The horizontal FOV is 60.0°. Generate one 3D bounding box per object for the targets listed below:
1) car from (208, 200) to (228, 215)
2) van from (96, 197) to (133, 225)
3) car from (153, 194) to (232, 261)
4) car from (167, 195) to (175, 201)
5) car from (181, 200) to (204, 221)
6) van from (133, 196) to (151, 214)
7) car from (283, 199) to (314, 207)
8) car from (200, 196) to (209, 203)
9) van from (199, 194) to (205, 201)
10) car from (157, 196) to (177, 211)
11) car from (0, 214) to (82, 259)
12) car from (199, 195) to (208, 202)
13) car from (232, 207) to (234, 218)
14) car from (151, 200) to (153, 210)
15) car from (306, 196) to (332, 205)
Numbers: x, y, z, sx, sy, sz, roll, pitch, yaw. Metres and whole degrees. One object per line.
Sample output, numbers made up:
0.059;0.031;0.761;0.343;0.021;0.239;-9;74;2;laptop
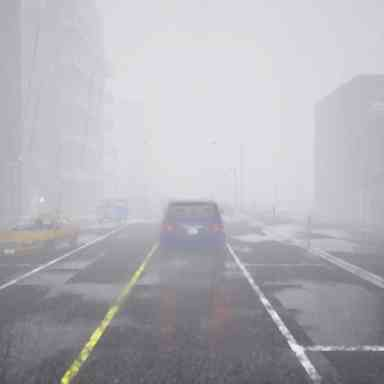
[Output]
2.704;1.607;35.306;1.802;1.307;4.206;-1;0;0;car
-5.688;1.362;24.114;1.690;1.788;3.998;-1;0;0;van
0.045;1.236;12.406;2.150;2.045;5.566;0;0;1;car
-5.639;1.579;90.281;1.947;1.339;4.313;-1;0;0;car
0.067;1.529;28.547;1.837;1.490;4.892;0;0;1;car
-5.680;1.366;35.277;1.690;1.788;3.998;-1;0;0;van
16.754;1.731;53.047;4.403;1.369;2.008;0;1;1;car
2.697;1.570;73.371;1.887;1.381;4.507;-1;0;0;car
2.706;1.354;90.308;1.690;1.788;3.998;-1;0;0;van
-3.017;1.379;41.400;2.097;1.767;4.553;0;0;1;car
-5.693;1.538;12.784;1.752;1.417;4.829;-1;0;0;car
2.699;1.461;79.016;1.967;1.590;4.097;-1;0;0;car
2.699;1.568;29.726;1.887;1.381;4.507;-1;0;0;car
-5.674;1.578;40.856;2.008;1.369;4.403;-1;0;0;car
23.419;1.521;61.589;4.097;1.590;1.967;0;1;1;car
